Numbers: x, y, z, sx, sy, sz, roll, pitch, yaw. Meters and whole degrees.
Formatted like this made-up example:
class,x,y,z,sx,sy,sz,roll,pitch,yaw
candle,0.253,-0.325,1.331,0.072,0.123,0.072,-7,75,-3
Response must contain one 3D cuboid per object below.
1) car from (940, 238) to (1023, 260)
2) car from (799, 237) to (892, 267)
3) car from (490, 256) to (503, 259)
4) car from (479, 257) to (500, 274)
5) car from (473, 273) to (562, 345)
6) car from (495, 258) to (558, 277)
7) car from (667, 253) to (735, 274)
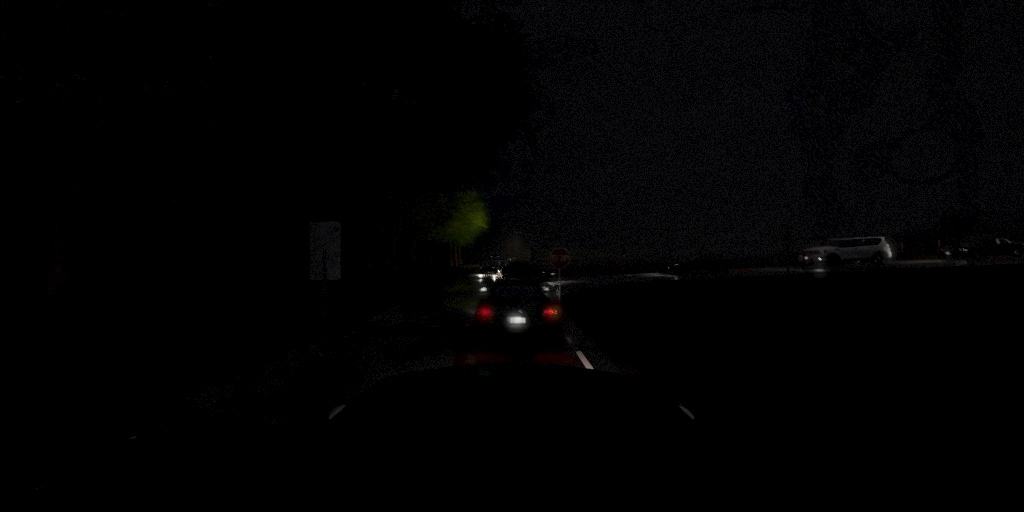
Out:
class,x,y,z,sx,sy,sz,roll,pitch,yaw
car,34.815,-0.545,26.562,4.902,1.511,2.128,-3,1,1
car,24.699,-0.326,26.684,5.566,2.045,2.150,-3,1,1
car,-2.710,1.021,56.054,2.150,2.045,5.566,0,-1,0
car,-2.762,1.251,42.208,1.882,1.535,5.008,0,0,0
car,0.093,1.313,9.496,1.994,1.385,4.181,0,0,-1
car,1.237,1.090,27.102,1.837,1.490,4.892,-5,2,-43
car,14.046,0.504,26.814,4.674,1.442,1.812,-3,1,1
